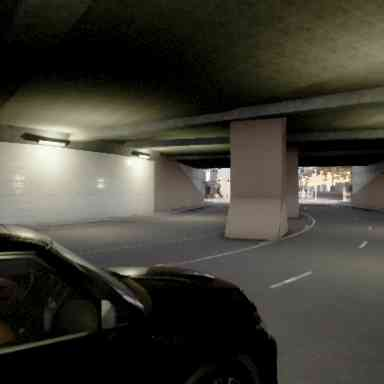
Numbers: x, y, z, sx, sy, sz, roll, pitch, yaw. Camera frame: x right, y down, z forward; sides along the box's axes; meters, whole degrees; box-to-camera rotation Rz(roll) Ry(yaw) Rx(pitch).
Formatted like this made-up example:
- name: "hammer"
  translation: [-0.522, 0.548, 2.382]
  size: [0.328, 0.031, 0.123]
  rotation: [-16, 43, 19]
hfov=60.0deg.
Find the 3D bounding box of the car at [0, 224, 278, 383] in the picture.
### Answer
- name: "car"
  translation: [-1.825, 1.230, 2.439]
  size: [5.566, 2.045, 2.150]
  rotation: [0, 0, -36]
